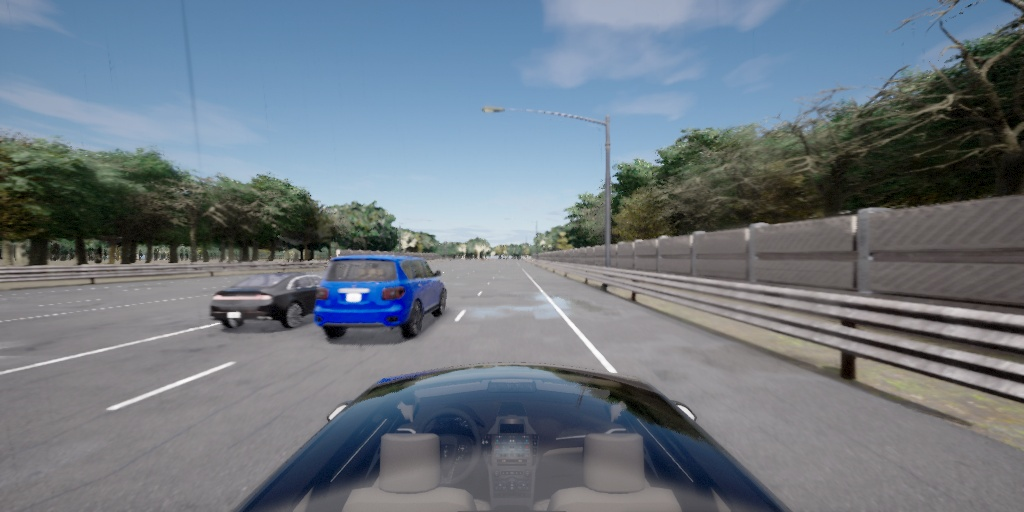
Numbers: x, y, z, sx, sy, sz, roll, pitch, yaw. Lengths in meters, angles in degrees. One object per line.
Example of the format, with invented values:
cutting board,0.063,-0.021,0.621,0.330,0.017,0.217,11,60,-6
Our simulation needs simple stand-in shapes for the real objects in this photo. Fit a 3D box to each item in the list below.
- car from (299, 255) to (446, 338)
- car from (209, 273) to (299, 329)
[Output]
car,-3.399,0.990,10.391,2.150,2.045,5.566,0,0,0
car,-6.900,1.263,11.323,2.128,1.511,4.902,0,0,0
